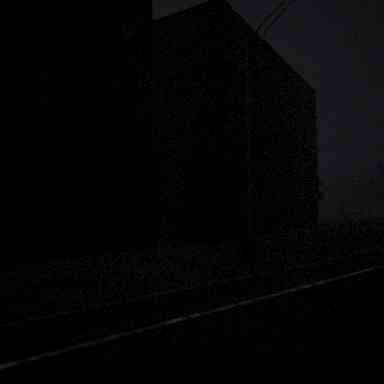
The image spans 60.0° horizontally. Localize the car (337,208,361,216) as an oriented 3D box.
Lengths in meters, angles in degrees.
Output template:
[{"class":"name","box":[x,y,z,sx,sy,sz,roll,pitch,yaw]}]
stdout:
[{"class":"car","box":[27.868,3.617,59.346,2.033,1.411,5.357,-1,-4,-4]}]
